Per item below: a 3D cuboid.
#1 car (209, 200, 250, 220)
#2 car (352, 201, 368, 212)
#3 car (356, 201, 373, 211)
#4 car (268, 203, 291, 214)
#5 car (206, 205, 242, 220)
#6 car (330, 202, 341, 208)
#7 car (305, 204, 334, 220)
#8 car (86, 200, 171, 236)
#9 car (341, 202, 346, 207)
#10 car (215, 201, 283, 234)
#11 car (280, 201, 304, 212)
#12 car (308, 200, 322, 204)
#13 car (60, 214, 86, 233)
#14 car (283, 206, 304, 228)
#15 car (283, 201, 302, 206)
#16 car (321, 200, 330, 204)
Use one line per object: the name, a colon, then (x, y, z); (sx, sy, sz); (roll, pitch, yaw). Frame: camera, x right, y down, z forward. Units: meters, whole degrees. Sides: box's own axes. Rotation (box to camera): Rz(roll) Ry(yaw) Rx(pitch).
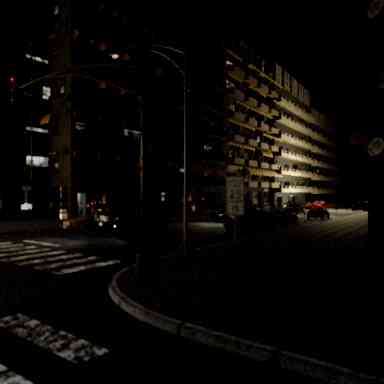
car: (4.183, 1.787, 32.465); (2.150, 2.045, 5.566); (0, -1, 35)
car: (29.871, 2.521, 59.223); (2.192, 1.841, 5.009); (-1, -2, 35)
car: (33.115, 2.621, 63.867); (2.192, 1.841, 5.009); (-1, -2, 35)
car: (13.167, 2.444, 49.881); (1.752, 1.417, 4.829); (-1, -2, 35)
car: (3.535, 2.162, 36.092); (1.887, 1.381, 4.507); (-1, -2, 35)
car: (32.726, 3.065, 77.877); (1.887, 1.381, 4.507); (-1, -2, 35)
car: (13.656, 2.283, 36.003); (1.802, 1.307, 4.206); (-1, -2, 35)
car: (-3.629, 1.539, 21.294); (2.150, 2.045, 5.566); (0, -1, 35)
car: (39.215, 3.280, 87.164); (1.947, 1.339, 4.313); (-1, -2, 35)
car: (3.924, 1.710, 22.082); (2.192, 1.841, 5.009); (-1, -2, 35)
car: (16.507, 2.338, 54.669); (2.192, 1.841, 5.009); (-1, -2, 35)
car: (22.996, 2.769, 63.949); (1.887, 1.381, 4.507); (-1, -2, 35)
car: (-6.294, 1.832, 22.024); (1.752, 1.417, 4.829); (-1, -2, 35)
car: (7.169, 2.042, 26.719); (1.887, 1.381, 4.507); (-1, -2, 35)
car: (14.218, 2.384, 46.717); (1.837, 1.490, 4.892); (0, -2, 36)
car: (26.237, 2.639, 68.597); (2.192, 1.841, 5.009); (-1, -2, 35)
